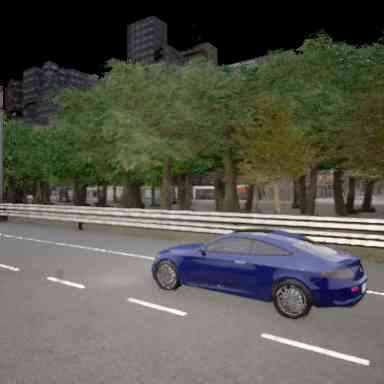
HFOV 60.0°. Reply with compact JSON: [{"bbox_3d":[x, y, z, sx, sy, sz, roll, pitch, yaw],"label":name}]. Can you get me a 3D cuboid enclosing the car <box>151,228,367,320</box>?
[{"bbox_3d":[1.206,1.534,7.308,4.674,1.442,1.812,0,0,36],"label":"car"}]
